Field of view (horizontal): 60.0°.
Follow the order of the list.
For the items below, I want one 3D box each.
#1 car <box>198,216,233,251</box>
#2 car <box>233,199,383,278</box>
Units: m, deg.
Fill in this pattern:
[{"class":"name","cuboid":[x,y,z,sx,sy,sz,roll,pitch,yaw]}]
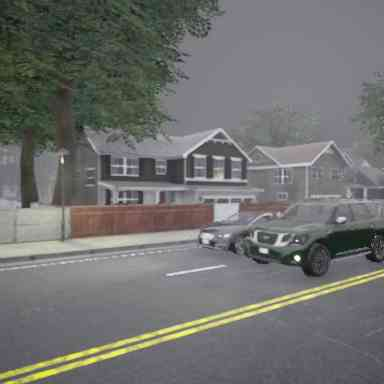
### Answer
[{"class":"car","cuboid":[2.487,1.532,13.443,4.902,1.511,2.128,0,0,-35]},{"class":"car","cuboid":[4.206,1.261,10.678,5.566,2.045,2.150,0,0,-35]}]
